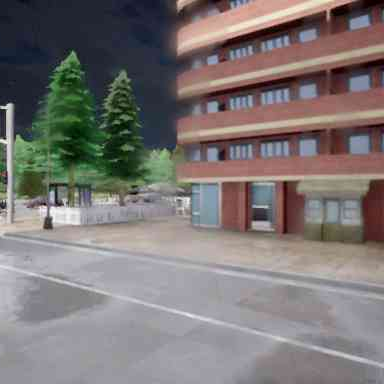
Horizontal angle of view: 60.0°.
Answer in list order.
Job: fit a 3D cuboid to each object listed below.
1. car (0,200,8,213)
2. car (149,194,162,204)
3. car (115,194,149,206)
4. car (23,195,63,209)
[{"bbox_3d":[-20.605,1.360,32.410,1.837,1.490,4.892,0,0,35],"label":"car"},{"bbox_3d":[-7.193,1.168,55.921,4.553,1.767,2.097,0,0,-44],"label":"car"},{"bbox_3d":[-9.021,1.183,48.509,2.097,1.767,4.553,0,0,39],"label":"car"},{"bbox_3d":[-18.545,1.190,41.401,2.097,1.767,4.553,0,0,36],"label":"car"}]
